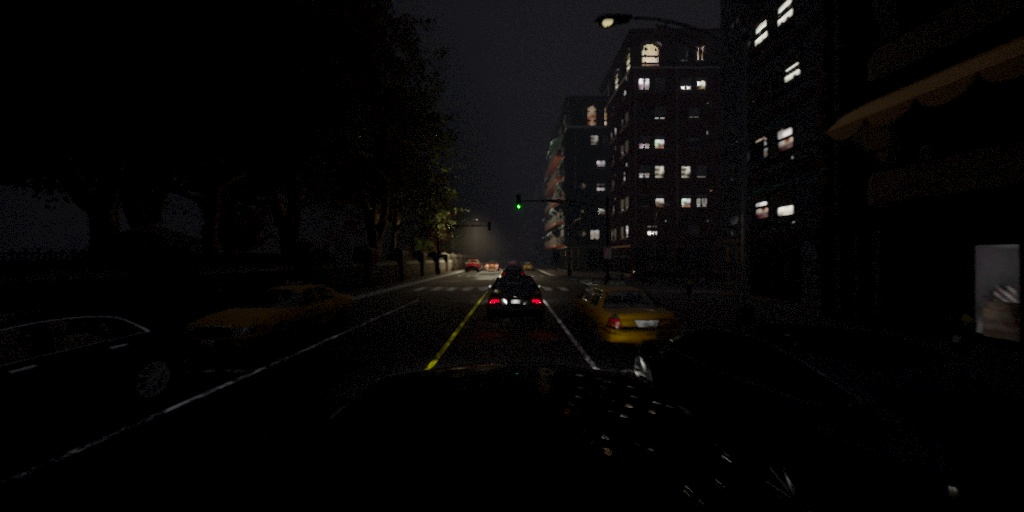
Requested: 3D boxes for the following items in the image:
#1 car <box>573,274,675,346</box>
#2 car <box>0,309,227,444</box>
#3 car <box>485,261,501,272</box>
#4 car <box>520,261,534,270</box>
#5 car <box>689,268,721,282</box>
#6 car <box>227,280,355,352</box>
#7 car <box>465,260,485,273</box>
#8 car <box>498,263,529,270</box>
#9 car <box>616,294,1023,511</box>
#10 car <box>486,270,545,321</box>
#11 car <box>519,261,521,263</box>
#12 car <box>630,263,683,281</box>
[{"bbox_3d":[2.690,1.330,9.445,1.751,1.417,4.829,0,0,0],"label":"car"},{"bbox_3d":[-5.689,1.315,3.643,2.007,1.370,4.403,0,0,0],"label":"car"},{"bbox_3d":[-3.065,1.513,56.521,2.097,1.767,4.553,0,0,0],"label":"car"},{"bbox_3d":[2.685,1.702,58.544,1.751,1.417,4.829,0,0,0],"label":"car"},{"bbox_3d":[20.290,1.924,36.271,4.507,1.381,1.888,0,0,0],"label":"car"},{"bbox_3d":[-5.690,1.330,9.103,1.751,1.417,4.829,0,0,0],"label":"car"},{"bbox_3d":[-5.694,1.447,52.838,2.192,1.841,5.009,0,0,0],"label":"car"},{"bbox_3d":[0.097,1.519,29.777,1.994,1.385,4.181,0,0,0],"label":"car"},{"bbox_3d":[2.692,1.329,3.644,1.948,1.339,4.313,0,0,0],"label":"car"},{"bbox_3d":[0.099,1.377,12.766,2.033,1.411,5.357,0,0,0],"label":"car"},{"bbox_3d":[2.685,1.766,63.909,1.888,1.381,4.507,0,0,0],"label":"car"},{"bbox_3d":[14.595,1.591,36.253,5.009,1.841,2.192,0,0,0],"label":"car"}]
